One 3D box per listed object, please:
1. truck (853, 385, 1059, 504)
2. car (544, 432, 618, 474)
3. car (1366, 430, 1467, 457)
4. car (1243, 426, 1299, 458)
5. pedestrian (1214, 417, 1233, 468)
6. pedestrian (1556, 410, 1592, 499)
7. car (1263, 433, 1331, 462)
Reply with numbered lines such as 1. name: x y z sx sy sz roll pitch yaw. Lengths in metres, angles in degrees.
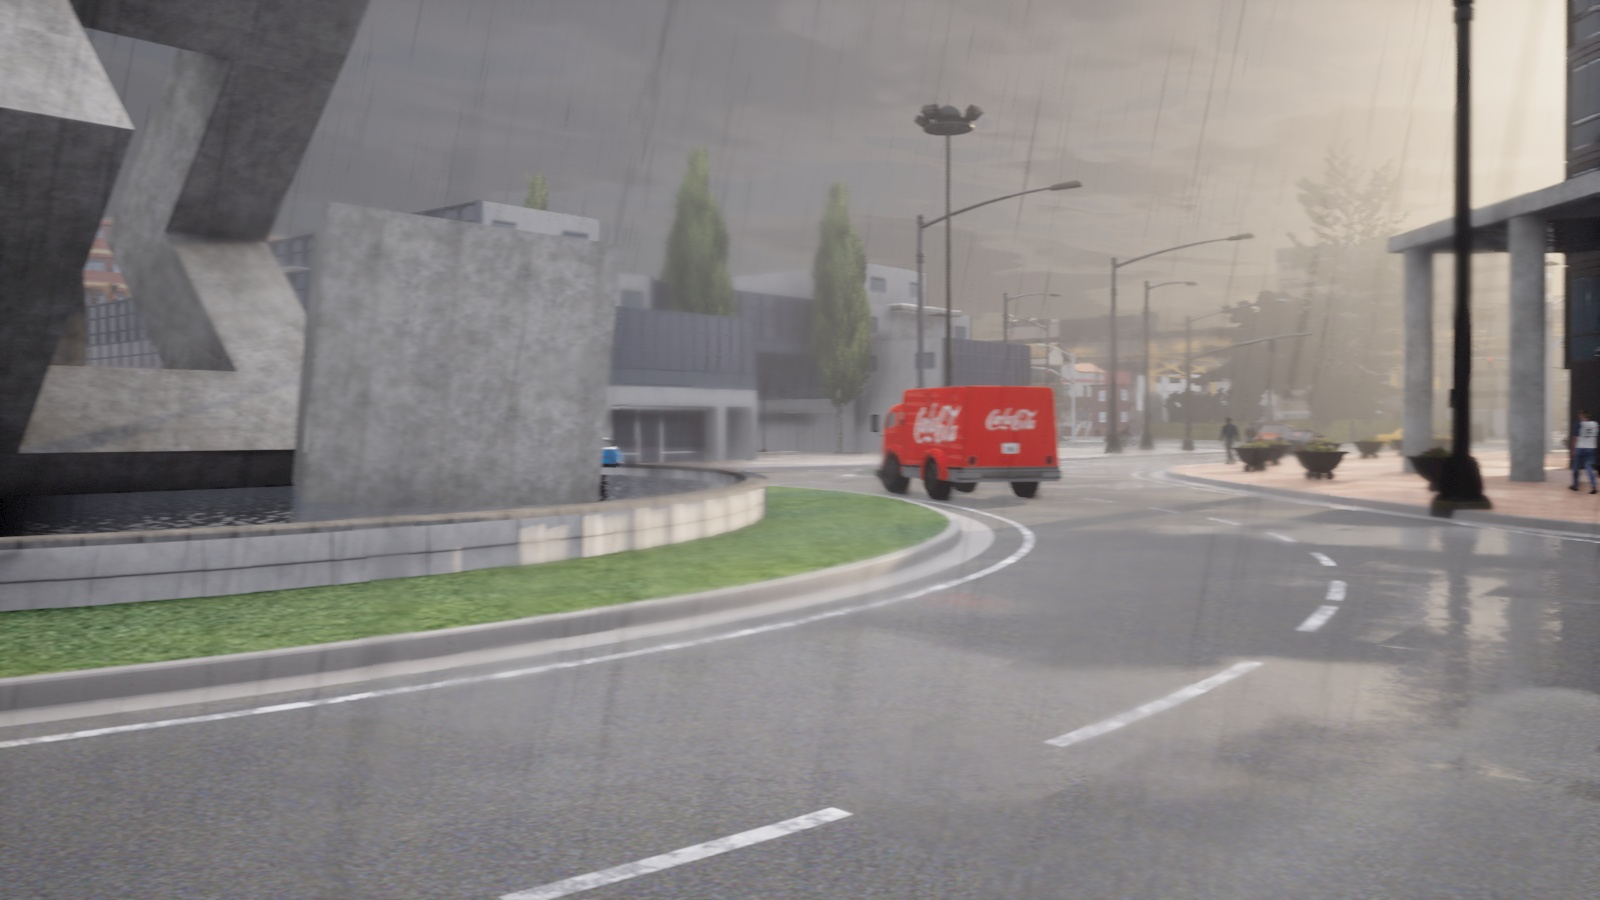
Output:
1. truck: 3.426 -0.156 28.906 2.627 2.467 5.204 0 1 -19
2. car: -7.574 0.094 43.578 2.207 1.376 1.481 1 1 7
3. car: 38.118 -0.443 77.737 5.366 1.575 1.801 1 1 40
4. car: 26.603 -0.470 70.865 2.097 1.767 4.553 1 1 32
5. pedestrian: 15.460 -0.273 45.823 0.370 1.835 0.726 1 1 44
6. pedestrian: 16.112 0.083 26.158 0.354 1.836 0.706 0 1 6
7. car: 25.259 -0.145 63.770 1.994 1.385 4.181 1 1 40
